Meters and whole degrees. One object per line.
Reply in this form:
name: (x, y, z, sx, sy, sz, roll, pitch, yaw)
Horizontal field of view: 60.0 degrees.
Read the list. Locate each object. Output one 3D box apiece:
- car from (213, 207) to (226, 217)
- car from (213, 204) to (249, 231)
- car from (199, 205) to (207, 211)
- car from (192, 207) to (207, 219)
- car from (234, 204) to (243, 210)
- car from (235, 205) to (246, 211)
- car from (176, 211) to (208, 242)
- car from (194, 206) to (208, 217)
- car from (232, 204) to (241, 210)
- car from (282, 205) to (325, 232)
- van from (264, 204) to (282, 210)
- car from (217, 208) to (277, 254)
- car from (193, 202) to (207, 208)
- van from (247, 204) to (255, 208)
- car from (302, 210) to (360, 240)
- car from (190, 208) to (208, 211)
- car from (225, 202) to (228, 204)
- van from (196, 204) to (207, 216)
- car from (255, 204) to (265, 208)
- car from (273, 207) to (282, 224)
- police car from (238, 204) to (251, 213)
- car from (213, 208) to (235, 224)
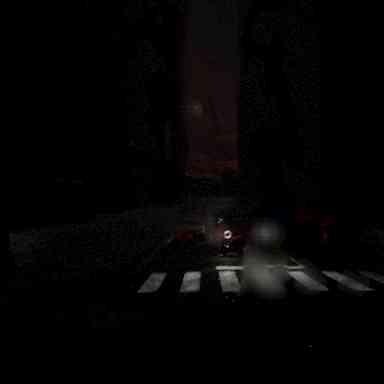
car: (4.117, 3.019, 50.217, 1.895, 1.301, 4.718, -1, -2, 3)
car: (2.906, 2.101, 25.988, 2.097, 1.767, 4.553, -1, -2, 3)
car: (2.766, 3.832, 80.833, 1.887, 1.381, 4.507, -2, -2, 3)
car: (1.112, 2.855, 45.026, 1.887, 1.381, 4.507, -2, -2, 3)
car: (11.314, 3.750, 81.141, 1.947, 1.339, 4.313, -2, -2, 3)
car: (11.074, 3.611, 75.944, 1.947, 1.339, 4.313, -2, -2, 3)
car: (-0.024, 2.156, 20.461, 1.752, 1.417, 4.829, -2, -2, 3)
car: (1.334, 2.885, 49.908, 1.967, 1.590, 4.097, -2, -2, 3)
car: (11.554, 3.873, 86.336, 2.008, 1.369, 4.403, -2, -2, 3)
car: (8.736, 1.969, 25.316, 2.192, 1.841, 5.009, -2, -2, 3)
van: (9.218, 2.277, 35.475, 1.690, 1.788, 3.998, -2, -2, 3)
car: (2.396, 1.818, 15.774, 2.097, 1.767, 4.553, -1, -2, 4)
car: (0.880, 2.491, 40.153, 2.192, 1.841, 5.009, -2, -2, 3)
van: (9.940, 2.697, 50.714, 1.690, 1.788, 3.998, -2, -2, 3)
car: (8.502, 2.058, 20.229, 1.887, 1.381, 4.507, -2, -2, 3)
car: (0.436, 2.457, 30.388, 2.008, 1.369, 4.403, -2, -2, 3)
car: (7.864, 3.259, 63.976, 1.837, 1.490, 4.892, -1, -2, 3)
van: (1.557, 2.920, 54.790, 1.690, 1.788, 3.998, -2, -2, 3)
car: (9.458, 2.391, 40.555, 2.192, 1.841, 5.009, -2, -2, 3)
car: (8.984, 2.377, 30.388, 1.802, 1.307, 4.206, -2, -2, 3)
police car: (10.161, 3.167, 64.600, 1.930, 1.638, 5.238, -1, -2, 3)
car: (3.393, 2.526, 36.275, 2.128, 1.511, 4.902, -1, -2, 3)
